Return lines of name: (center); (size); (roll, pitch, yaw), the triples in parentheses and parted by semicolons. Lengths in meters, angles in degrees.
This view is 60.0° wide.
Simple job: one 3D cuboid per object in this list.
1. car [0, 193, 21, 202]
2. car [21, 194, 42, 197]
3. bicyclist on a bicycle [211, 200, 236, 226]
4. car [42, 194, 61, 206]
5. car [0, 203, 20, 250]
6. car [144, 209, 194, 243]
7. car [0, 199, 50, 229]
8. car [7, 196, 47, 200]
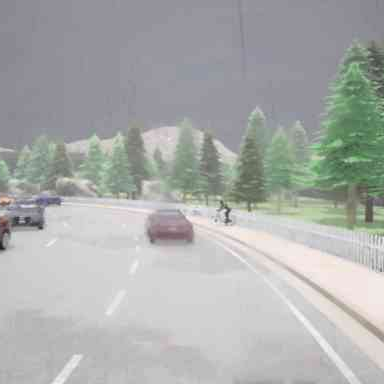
car: (-20.124, 0.854, 34.695); (4.553, 1.767, 2.097); (1, 0, 41)
car: (-20.389, 0.980, 39.506); (4.902, 1.511, 2.128); (1, 0, 38)
bicyclist on a bicycle: (1.933, 1.312, 20.446); (1.656, 1.620, 0.582); (1, 0, -17)
car: (-18.745, 0.997, 42.608); (5.008, 1.535, 1.882); (2, 0, 37)
car: (-7.365, 1.300, 10.385); (1.882, 1.535, 5.008); (1, 0, -9)
car: (-1.186, 1.514, 15.977); (1.994, 1.385, 4.181); (1, 0, -11)
car: (-9.504, 1.325, 19.119); (1.994, 1.385, 4.181); (1, 0, -21)
car: (-13.485, 1.262, 27.046); (1.895, 1.301, 4.718); (1, 0, -34)
